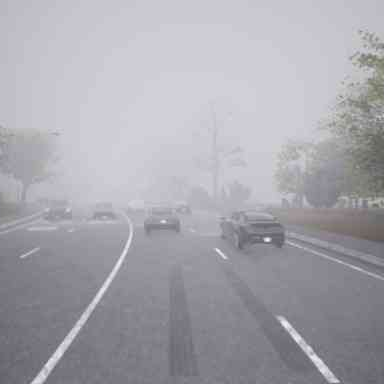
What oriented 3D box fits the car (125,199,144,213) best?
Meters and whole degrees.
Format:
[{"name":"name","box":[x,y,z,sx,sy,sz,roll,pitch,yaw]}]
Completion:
[{"name":"car","box":[-6.250,1.539,36.942,1.812,1.442,4.674,0,0,-19]}]

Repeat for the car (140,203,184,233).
[{"name":"car","box":[-1.882,1.567,19.897,1.994,1.385,4.181,0,0,-10]}]

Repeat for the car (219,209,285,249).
[{"name":"car","box":[2.470,1.497,14.578,1.837,1.490,4.892,0,0,-7]}]

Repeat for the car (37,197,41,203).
[{"name":"car","box":[-29.321,1.586,65.945,1.994,1.385,4.181,0,0,-37]}]

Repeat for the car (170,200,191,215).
[{"name":"car","box":[-1.390,1.530,33.093,1.812,1.442,4.674,0,0,-16]}]

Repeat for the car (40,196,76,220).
[{"name":"car","box":[-11.068,1.373,28.025,2.097,1.767,4.553,0,0,-16]}]

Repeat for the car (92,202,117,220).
[{"name":"car","box":[-7.475,1.562,28.375,2.033,1.411,5.357,0,0,-15]}]

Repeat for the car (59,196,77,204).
[{"name":"car","box":[-24.225,1.557,64.859,2.033,1.411,5.357,0,0,-35]}]
